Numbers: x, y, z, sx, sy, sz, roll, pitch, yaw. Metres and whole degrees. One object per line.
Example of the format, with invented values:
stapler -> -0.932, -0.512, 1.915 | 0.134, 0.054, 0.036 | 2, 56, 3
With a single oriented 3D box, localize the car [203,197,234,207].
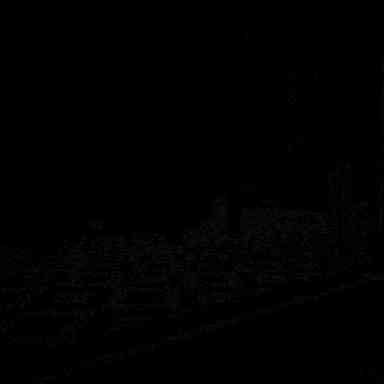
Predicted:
car -> 4.016, 1.519, 51.799 | 2.128, 1.511, 4.902 | 2, -1, -35

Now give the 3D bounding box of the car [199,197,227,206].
car -> 3.598, 1.660, 57.735 | 2.033, 1.411, 5.357 | 2, -1, -35

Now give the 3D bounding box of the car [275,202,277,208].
car -> 11.381, 1.705, 51.543 | 1.752, 1.417, 4.829 | 2, -1, -36

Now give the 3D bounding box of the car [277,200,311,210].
car -> 14.680, 1.742, 46.947 | 1.947, 1.339, 4.313 | 2, -1, -36

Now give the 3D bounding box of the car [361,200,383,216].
car -> 17.340, 1.380, 28.635 | 1.967, 1.590, 4.097 | 2, -1, -37

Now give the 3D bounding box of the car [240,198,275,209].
car -> 7.755, 1.494, 41.981 | 1.887, 1.381, 4.507 | 2, -1, -36

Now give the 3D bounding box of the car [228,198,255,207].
car -> 8.280, 1.733, 55.861 | 2.008, 1.369, 4.403 | 2, -1, -36

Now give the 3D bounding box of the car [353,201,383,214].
car -> 21.080, 1.735, 38.033 | 1.947, 1.339, 4.313 | 2, -1, -36

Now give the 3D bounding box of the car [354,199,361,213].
car -> 16.939, 1.490, 33.757 | 1.882, 1.535, 5.008 | 2, -1, -36

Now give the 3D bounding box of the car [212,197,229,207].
car -> 4.654, 1.478, 46.301 | 1.752, 1.417, 4.829 | 2, -1, -36

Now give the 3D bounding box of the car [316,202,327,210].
car -> 17.880, 1.754, 42.490 | 1.802, 1.307, 4.206 | 2, -1, -36
